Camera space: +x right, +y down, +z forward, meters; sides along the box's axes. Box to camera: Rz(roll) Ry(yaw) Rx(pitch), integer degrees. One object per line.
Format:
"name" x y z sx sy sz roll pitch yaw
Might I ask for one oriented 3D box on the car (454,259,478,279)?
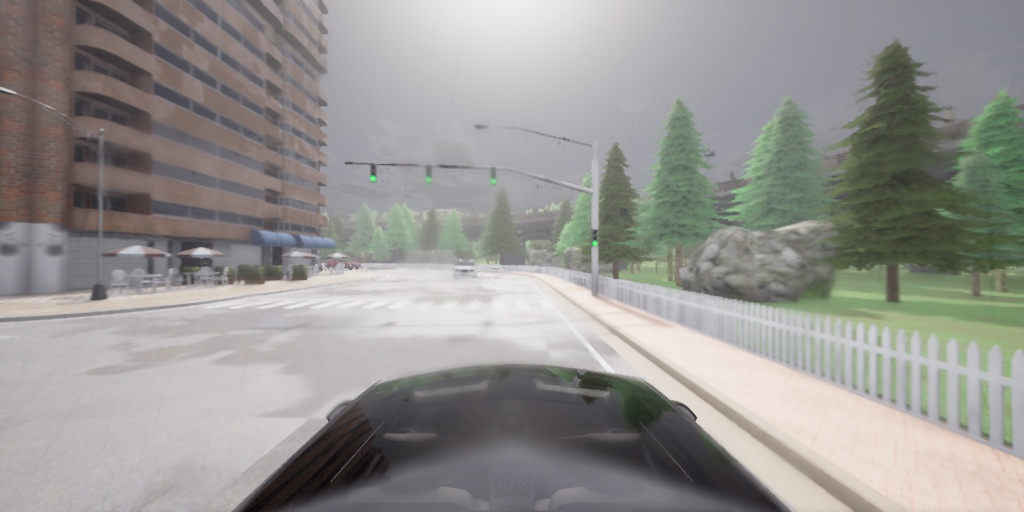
"car" -4.743 1.393 37.826 2.150 2.045 5.566 0 1 -3
